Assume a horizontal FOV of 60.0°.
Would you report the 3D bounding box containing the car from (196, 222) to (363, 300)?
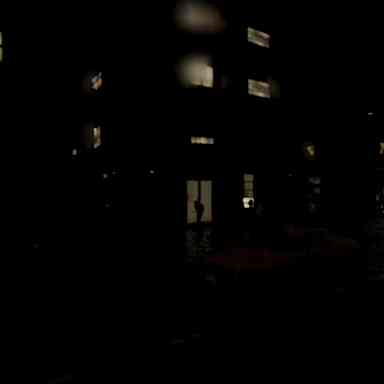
[{"bbox_3d":[2.342,1.467,8.232,4.829,1.417,1.752,-1,0,-35],"label":"car"}]
